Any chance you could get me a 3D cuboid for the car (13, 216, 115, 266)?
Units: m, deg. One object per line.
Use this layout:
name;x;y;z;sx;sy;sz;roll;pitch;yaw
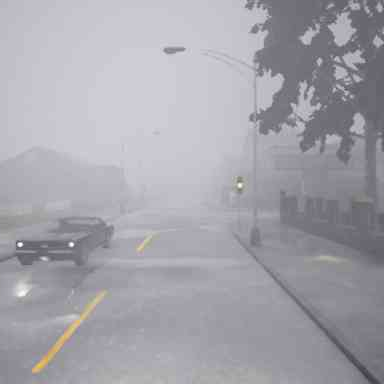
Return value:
car;-4.110;1.552;11.502;1.895;1.301;4.718;0;0;0
